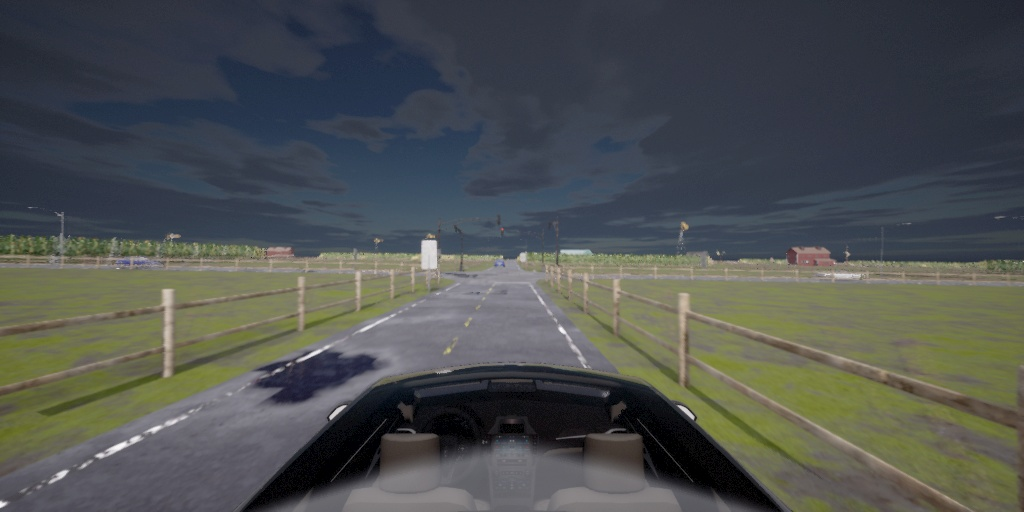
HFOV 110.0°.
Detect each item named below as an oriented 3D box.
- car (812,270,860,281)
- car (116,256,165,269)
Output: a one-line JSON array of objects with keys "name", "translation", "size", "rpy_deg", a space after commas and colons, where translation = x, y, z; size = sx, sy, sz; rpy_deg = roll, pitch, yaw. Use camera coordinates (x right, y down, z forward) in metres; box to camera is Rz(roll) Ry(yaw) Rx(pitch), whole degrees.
[{"name": "car", "translation": [41.216, 2.448, 45.739], "size": [4.718, 1.301, 1.895], "rpy_deg": [1, -1, 1]}, {"name": "car", "translation": [-43.745, 0.754, 42.234], "size": [4.674, 1.442, 1.812], "rpy_deg": [1, -1, 1]}]
